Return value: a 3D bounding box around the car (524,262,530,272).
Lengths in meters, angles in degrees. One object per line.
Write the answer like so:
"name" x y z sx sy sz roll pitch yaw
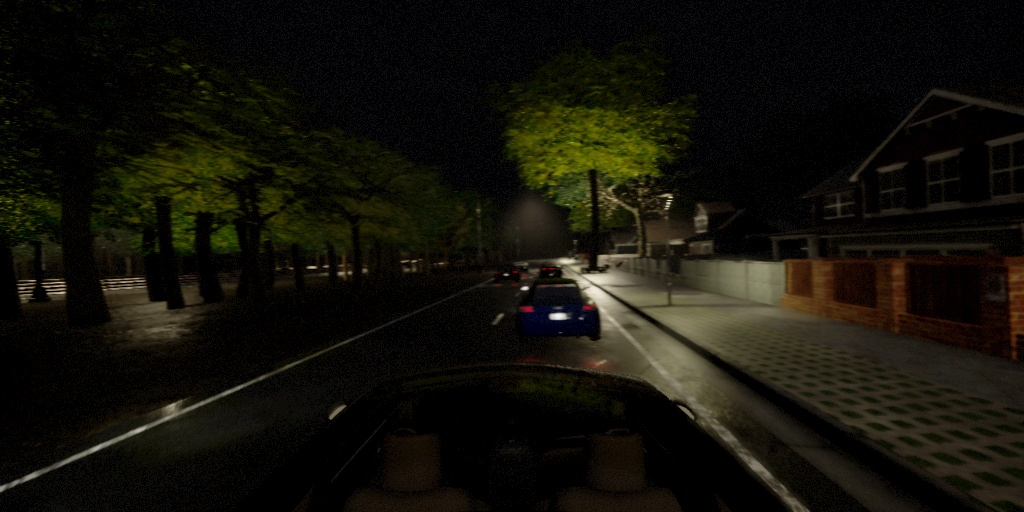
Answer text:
"car" 1.128 1.372 43.770 1.895 1.301 4.718 -2 0 6

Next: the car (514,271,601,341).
"car" 1.206 1.284 9.800 1.994 1.385 4.181 -2 0 6

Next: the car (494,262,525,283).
"car" -0.294 1.397 29.551 1.994 1.385 4.181 -2 0 4

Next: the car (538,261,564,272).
"car" 3.198 1.184 29.292 2.128 1.511 4.902 -2 0 6
